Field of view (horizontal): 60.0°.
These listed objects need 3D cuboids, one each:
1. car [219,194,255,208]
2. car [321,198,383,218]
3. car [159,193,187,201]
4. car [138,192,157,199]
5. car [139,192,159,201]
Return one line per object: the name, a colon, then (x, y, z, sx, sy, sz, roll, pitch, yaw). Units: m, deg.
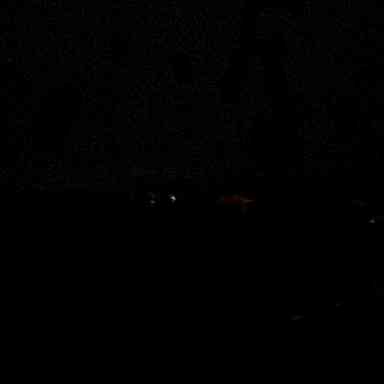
car: (5.331, 1.039, 39.956, 1.882, 1.535, 5.008, 1, 1, -36)
car: (13.599, 1.290, 28.425, 1.882, 1.535, 5.008, 1, 1, -36)
car: (-2.954, 0.825, 56.488, 2.033, 1.411, 5.357, 1, 1, -35)
car: (-8.608, 0.675, 64.273, 1.994, 1.385, 4.181, 1, 1, -36)
car: (-7.067, 0.717, 57.396, 1.812, 1.442, 4.674, 1, 0, -35)
